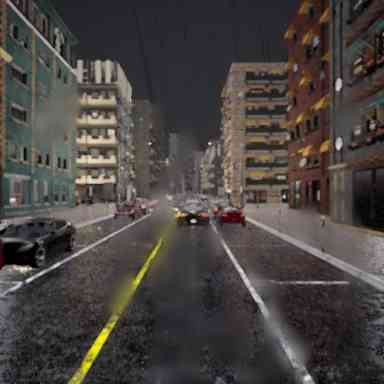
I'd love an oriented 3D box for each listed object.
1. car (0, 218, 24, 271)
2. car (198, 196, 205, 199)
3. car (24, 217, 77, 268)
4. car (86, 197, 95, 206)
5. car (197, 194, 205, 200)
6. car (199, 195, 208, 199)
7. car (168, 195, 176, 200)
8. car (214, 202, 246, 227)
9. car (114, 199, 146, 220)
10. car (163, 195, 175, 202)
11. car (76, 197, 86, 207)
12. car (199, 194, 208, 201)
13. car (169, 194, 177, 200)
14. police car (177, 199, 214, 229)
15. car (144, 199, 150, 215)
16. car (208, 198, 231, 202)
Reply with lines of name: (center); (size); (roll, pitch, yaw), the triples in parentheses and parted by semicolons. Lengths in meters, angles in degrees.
car: (-5.305, 1.308, 5.704); (2.192, 1.841, 5.009); (1, 0, 0)
car: (0.055, 1.435, 32.810); (1.882, 1.535, 5.008); (0, 0, 0)
car: (-5.310, 1.551, 11.253); (1.947, 1.339, 4.313); (1, 0, 0)
car: (-17.640, 1.512, 52.832); (4.313, 1.339, 1.947); (0, -1, 0)
car: (2.545, 1.414, 94.378); (1.887, 1.381, 4.507); (1, 0, 0)
car: (2.554, 1.461, 66.023); (2.008, 1.369, 4.403); (1, 0, 0)
car: (-5.334, 1.443, 88.675); (1.947, 1.339, 4.313); (1, 0, 0)
car: (2.567, 1.553, 22.375); (1.802, 1.307, 4.206); (1, 0, 0)
car: (-5.320, 1.545, 27.900); (1.802, 1.307, 4.206); (1, 0, 0)
car: (-5.328, 1.428, 71.492); (1.752, 1.417, 4.829); (1, 0, 0)
car: (-17.576, 1.175, 44.956); (5.009, 1.841, 2.192); (0, -1, 0)
car: (2.552, 1.334, 77.365); (1.967, 1.590, 4.097); (1, 0, 0)
car: (-5.335, 1.414, 94.345); (1.887, 1.381, 4.507); (1, 0, 0)
police car: (0.092, 1.478, 21.374); (2.038, 1.542, 4.974); (0, 0, 0)
car: (-5.323, 1.396, 33.449); (1.967, 1.590, 4.097); (1, 0, 0)
car: (2.567, 1.404, 27.924); (1.967, 1.590, 4.097); (1, 0, 0)
